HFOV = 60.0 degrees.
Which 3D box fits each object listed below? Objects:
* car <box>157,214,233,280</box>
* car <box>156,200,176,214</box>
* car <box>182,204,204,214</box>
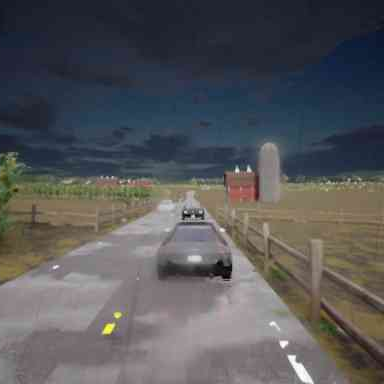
[{"bbox_3d":[0.080,1.592,10.088,1.994,1.385,4.181,0,0,0],"label":"car"},{"bbox_3d":[-2.842,1.672,37.458,1.812,1.442,4.674,0,0,0],"label":"car"},{"bbox_3d":[0.096,1.706,29.470,1.895,1.301,4.718,0,0,0],"label":"car"}]
